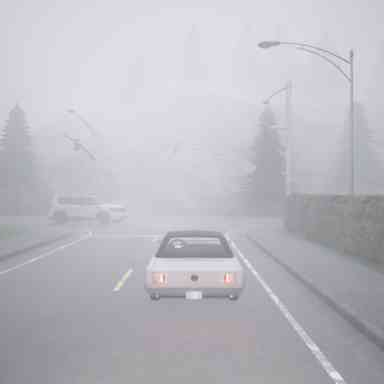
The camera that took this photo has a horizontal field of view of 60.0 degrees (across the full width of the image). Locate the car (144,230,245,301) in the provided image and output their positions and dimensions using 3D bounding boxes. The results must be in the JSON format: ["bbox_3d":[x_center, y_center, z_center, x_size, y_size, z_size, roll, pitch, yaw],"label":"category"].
[{"bbox_3d":[0.062,1.601,8.309,1.895,1.301,4.718,0,0,0],"label":"car"}]

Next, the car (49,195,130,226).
[{"bbox_3d":[-7.152,1.223,23.095,5.566,2.045,2.150,0,-1,15],"label":"car"}]
